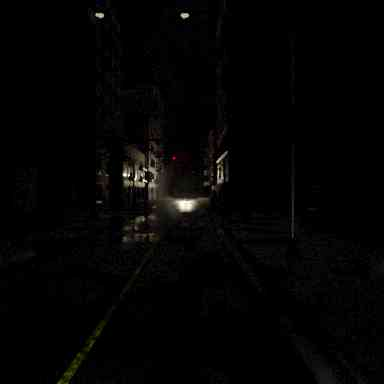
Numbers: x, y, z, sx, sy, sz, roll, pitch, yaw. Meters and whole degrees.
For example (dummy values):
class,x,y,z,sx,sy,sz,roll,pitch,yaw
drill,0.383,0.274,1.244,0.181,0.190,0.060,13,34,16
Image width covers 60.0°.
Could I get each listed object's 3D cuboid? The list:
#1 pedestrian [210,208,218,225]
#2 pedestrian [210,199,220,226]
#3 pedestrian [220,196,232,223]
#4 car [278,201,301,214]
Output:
class,x,y,z,sx,sy,sz,roll,pitch,yaw
pedestrian,1.472,1.660,22.406,0.500,1.100,0.500,0,0,0
pedestrian,1.406,1.281,21.191,0.375,1.860,0.375,0,0,0
pedestrian,2.220,1.130,21.805,0.375,1.860,0.375,0,0,0
car,11.507,1.664,36.042,4.206,1.307,1.802,1,0,0
